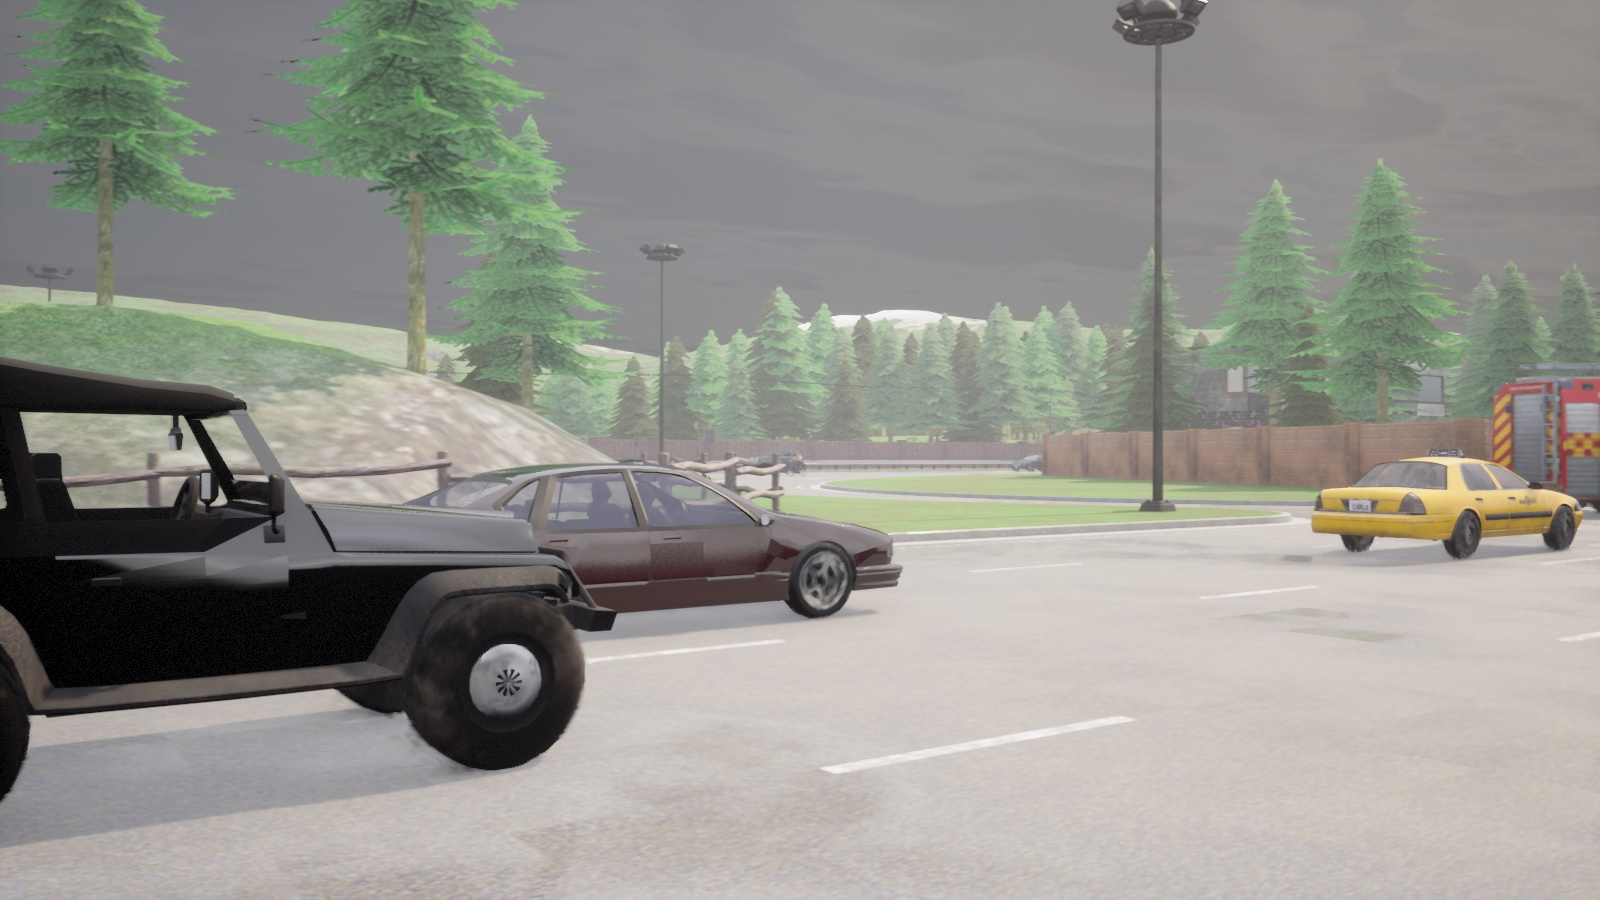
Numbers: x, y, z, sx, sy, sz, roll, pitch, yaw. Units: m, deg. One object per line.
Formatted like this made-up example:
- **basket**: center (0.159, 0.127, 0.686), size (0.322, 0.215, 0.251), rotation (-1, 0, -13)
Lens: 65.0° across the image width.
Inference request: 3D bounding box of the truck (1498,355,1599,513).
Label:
- **truck**: center (22.794, -0.389, 32.072), size (8.468, 3.827, 2.891), rotation (0, 0, -3)

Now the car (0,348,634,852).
- **car**: center (-2.952, 0.561, 5.871), size (3.866, 1.878, 1.905), rotation (0, 0, -35)

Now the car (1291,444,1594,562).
- **car**: center (9.861, 0.710, 19.088), size (5.366, 1.575, 1.801), rotation (0, 0, -35)

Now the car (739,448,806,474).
- **car**: center (-1.990, 0.792, 91.552), size (4.605, 1.855, 1.932), rotation (0, 0, -35)

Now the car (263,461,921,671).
- **car**: center (-1.649, 0.823, 11.048), size (5.357, 1.411, 2.033), rotation (0, 0, -35)
